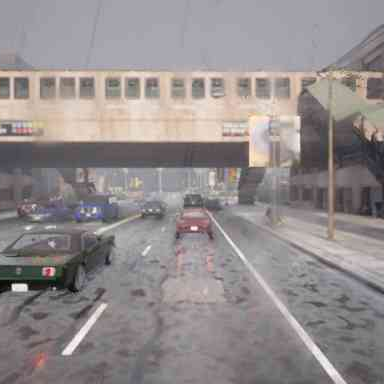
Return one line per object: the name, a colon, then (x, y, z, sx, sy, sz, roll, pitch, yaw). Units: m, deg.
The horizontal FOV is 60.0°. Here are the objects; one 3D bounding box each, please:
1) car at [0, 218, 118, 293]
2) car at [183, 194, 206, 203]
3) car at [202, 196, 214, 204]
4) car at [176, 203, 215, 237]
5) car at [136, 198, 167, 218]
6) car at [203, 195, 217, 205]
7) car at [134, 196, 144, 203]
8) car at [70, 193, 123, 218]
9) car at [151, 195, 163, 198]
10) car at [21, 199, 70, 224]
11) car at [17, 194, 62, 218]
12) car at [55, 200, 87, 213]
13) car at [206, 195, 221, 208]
car: (-3.400, 1.605, 8.799, 1.895, 1.301, 4.718, 0, 0, 0)
car: (0.154, 1.239, 37.138, 2.150, 2.045, 5.566, 0, 0, 0)
car: (3.057, 1.511, 66.023, 2.097, 1.535, 5.008, 0, 0, 0)
car: (0.103, 1.534, 17.820, 1.812, 1.442, 4.674, 0, 0, 0)
car: (-3.391, 1.561, 29.904, 2.033, 1.411, 5.357, 0, 0, 0)
car: (3.192, 1.382, 59.598, 2.185, 1.767, 4.553, 0, 0, 0)
car: (-10.347, 1.585, 66.540, 1.994, 1.385, 4.181, 0, 0, 0)
car: (-7.091, 1.236, 25.489, 2.150, 2.045, 5.566, 0, 0, 0)
car: (-6.853, 1.382, 65.460, 2.097, 1.767, 4.553, 0, 0, 0)
car: (-10.590, 1.536, 25.075, 1.812, 1.442, 4.674, 0, 0, 0)
car: (-13.546, 1.242, 30.208, 2.435, 2.045, 5.566, 0, 0, 0)
car: (-13.587, 1.611, 37.604, 1.895, 1.301, 4.718, 0, 0, 0)
car: (3.150, 1.504, 48.822, 2.231, 1.521, 4.892, 0, 0, 10)
